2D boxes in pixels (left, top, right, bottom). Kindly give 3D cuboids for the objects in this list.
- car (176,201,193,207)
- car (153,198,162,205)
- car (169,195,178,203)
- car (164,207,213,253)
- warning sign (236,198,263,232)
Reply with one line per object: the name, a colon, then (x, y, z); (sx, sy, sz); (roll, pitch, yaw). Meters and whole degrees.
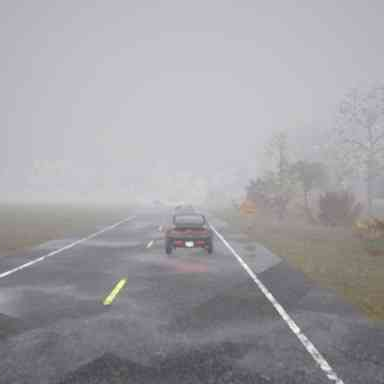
car: (-0.621, 1.792, 29.100); (2.033, 1.411, 5.357); (0, 0, -3)
car: (-7.362, 2.000, 70.649); (1.837, 1.490, 4.892); (0, 0, -6)
car: (-4.926, 1.802, 89.199); (2.150, 2.045, 5.566); (0, 0, -8)
car: (-0.138, 1.633, 14.391); (1.837, 1.490, 4.892); (0, 0, -1)
warning sign: (3.308, 1.278, 19.173); (1.300, 1.860, 1.060); (1, 0, -2)
